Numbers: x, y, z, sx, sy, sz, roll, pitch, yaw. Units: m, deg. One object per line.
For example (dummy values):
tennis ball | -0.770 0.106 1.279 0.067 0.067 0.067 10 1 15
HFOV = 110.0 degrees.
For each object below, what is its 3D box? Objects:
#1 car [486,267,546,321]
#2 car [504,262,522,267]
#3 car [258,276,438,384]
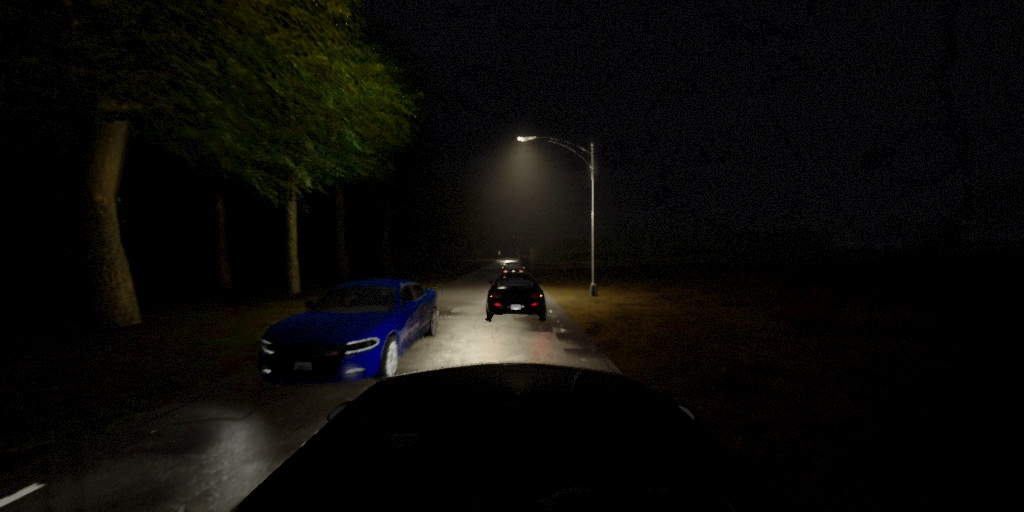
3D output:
car | 0.118 1.267 12.356 1.812 1.442 4.674 0 0 0
car | 0.116 1.249 30.646 2.033 1.411 5.357 0 0 0
car | -2.843 1.224 7.377 1.882 1.535 5.008 0 0 0
